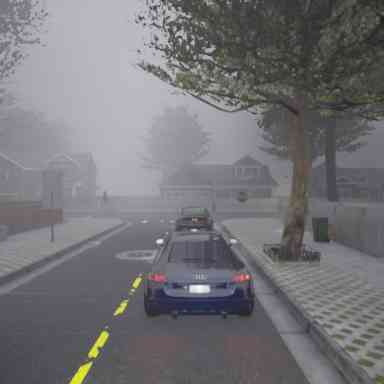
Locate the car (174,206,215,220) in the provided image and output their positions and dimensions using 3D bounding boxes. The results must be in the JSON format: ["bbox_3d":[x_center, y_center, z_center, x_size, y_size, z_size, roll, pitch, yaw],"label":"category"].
[{"bbox_3d":[0.139,1.495,17.382,1.837,1.490,4.892,0,0,1],"label":"car"}]

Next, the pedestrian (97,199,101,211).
[{"bbox_3d":[-9.718,1.325,34.707,0.375,1.300,0.375,0,0,-1],"label":"pedestrian"}]

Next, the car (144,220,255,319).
[{"bbox_3d":[0.110,1.560,7.467,1.994,1.385,4.181,0,0,0],"label":"car"}]
